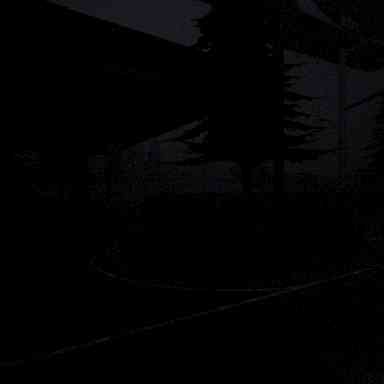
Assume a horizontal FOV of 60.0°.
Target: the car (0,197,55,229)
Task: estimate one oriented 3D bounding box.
[{"bbox_3d":[-11.876,1.313,23.538,3.866,1.878,1.905,0,0,-36],"label":"car"}]
